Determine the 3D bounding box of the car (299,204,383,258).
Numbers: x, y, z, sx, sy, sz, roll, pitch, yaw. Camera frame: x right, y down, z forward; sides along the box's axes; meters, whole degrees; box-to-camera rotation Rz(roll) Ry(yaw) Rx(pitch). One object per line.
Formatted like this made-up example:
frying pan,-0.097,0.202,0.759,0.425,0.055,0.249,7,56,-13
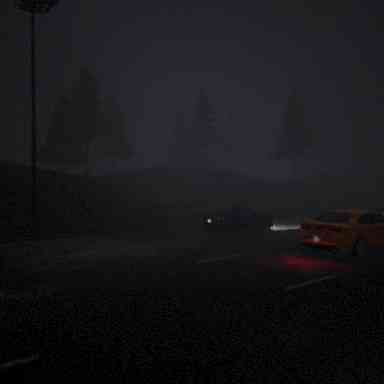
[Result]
car,6.111,1.377,12.409,5.008,1.535,1.882,-1,0,-36

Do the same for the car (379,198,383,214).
car,19.678,1.267,30.800,5.357,1.411,2.033,-1,0,-35

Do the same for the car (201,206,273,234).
car,2.538,1.458,18.459,4.181,1.385,1.994,-1,0,-36
